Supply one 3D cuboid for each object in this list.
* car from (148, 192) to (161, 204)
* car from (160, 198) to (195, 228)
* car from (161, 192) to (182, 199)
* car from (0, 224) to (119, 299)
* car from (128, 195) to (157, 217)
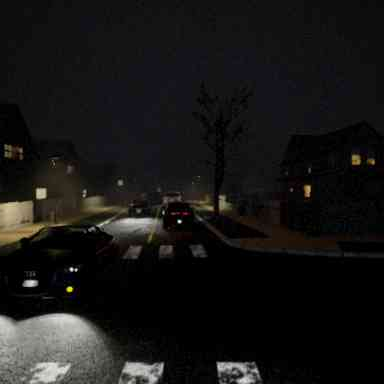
[{"bbox_3d":[-5.871,0.955,53.794,2.150,2.045,5.566,0,0,-1],"label":"car"},{"bbox_3d":[-0.878,1.360,20.751,1.837,1.490,4.892,0,0,-4],"label":"car"},{"bbox_3d":[-2.434,0.989,41.247,2.150,2.045,5.566,0,0,-4],"label":"car"},{"bbox_3d":[-3.081,1.504,8.200,1.994,1.385,4.181,0,0,-2],"label":"car"},{"bbox_3d":[-4.515,1.309,29.504,2.128,1.511,4.902,0,0,-4],"label":"car"}]
